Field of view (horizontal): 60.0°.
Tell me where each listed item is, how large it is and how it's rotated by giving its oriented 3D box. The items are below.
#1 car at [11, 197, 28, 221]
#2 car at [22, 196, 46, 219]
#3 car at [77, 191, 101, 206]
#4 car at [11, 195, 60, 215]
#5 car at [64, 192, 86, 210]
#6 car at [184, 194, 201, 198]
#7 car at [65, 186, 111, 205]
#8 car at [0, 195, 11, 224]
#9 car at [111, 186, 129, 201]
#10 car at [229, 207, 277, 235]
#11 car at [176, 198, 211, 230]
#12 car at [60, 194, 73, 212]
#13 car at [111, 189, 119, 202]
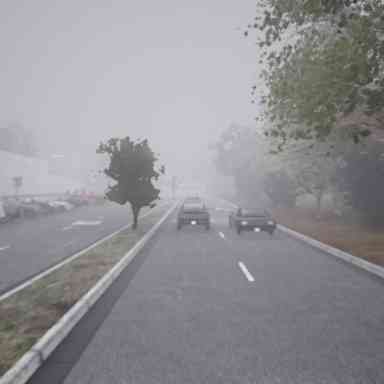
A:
[{"bbox_3d":[-13.870,1.334,22.075,4.792,1.488,2.163,-1,1,-20],"label":"car"},{"bbox_3d":[-13.847,1.303,25.100,4.674,1.452,2.002,-1,1,-20],"label":"car"},{"bbox_3d":[-13.820,1.011,40.114,4.792,1.488,2.163,-1,1,-20],"label":"car"},{"bbox_3d":[-13.877,1.085,28.086,4.553,1.767,2.185,-1,1,-20],"label":"car"},{"bbox_3d":[-13.839,1.100,34.098,5.008,1.535,2.097,-1,1,-20],"label":"car"},{"bbox_3d":[0.071,1.010,38.621,2.128,1.511,4.902,0,1,0],"label":"car"},{"bbox_3d":[-13.826,0.673,43.112,5.566,2.045,2.435,-1,1,-20],"label":"car"},{"bbox_3d":[-13.872,1.095,19.073,5.566,2.045,2.435,-1,1,-20],"label":"car"},{"bbox_3d":[-13.876,0.467,55.080,5.566,2.045,2.435,-1,1,-20],"label":"car"},{"bbox_3d":[3.087,1.469,17.971,1.895,1.301,4.718,0,1,0],"label":"car"},{"bbox_3d":[0.084,1.347,20.067,1.837,1.490,4.892,0,1,0],"label":"car"},{"bbox_3d":[-13.848,1.196,31.099,4.674,1.452,2.002,-1,1,-20],"label":"car"},{"bbox_3d":[-14.021,0.817,49.034,5.366,1.575,1.946,-1,1,-20],"label":"car"}]
